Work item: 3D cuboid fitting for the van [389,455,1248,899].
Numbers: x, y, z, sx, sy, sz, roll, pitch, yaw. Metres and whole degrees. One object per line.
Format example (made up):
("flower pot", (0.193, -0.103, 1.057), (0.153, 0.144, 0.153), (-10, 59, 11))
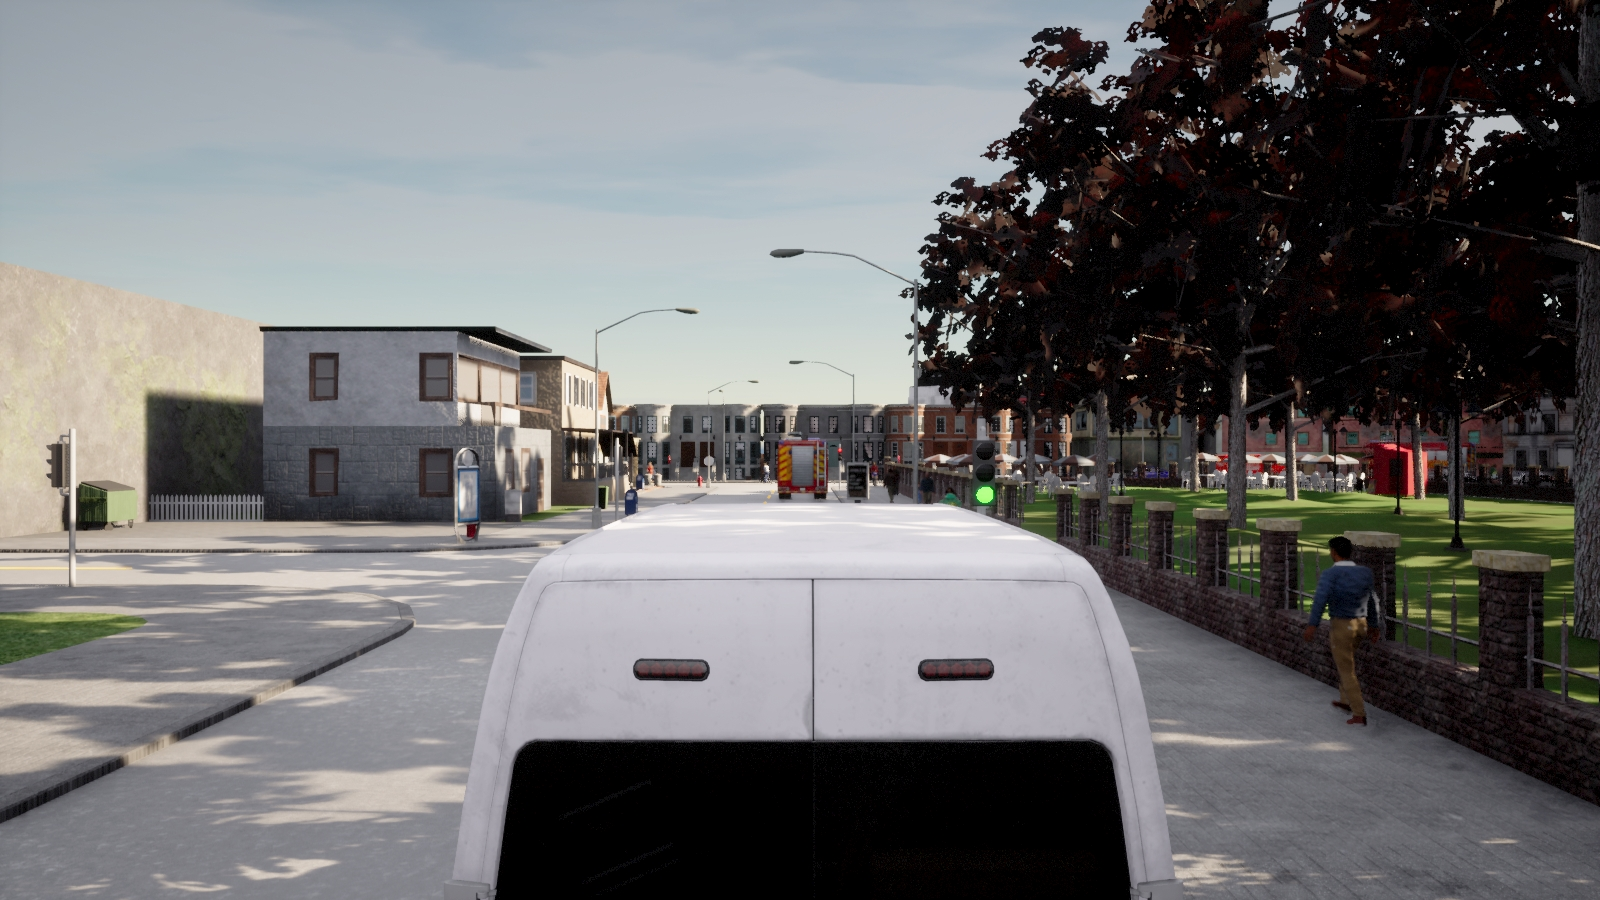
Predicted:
("van", (0.036, 1.314, 5.605), (1.988, 2.561, 5.915), (0, 0, 0))

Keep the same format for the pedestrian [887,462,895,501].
("pedestrian", (4.409, 1.525, 55.346), (0.375, 1.860, 0.375), (0, 0, -2))

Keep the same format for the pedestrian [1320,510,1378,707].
("pedestrian", (5.339, 1.526, 11.118), (0.375, 1.860, 0.375), (0, 0, -6))

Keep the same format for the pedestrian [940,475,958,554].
("pedestrian", (3.556, 1.525, 27.318), (0.375, 1.860, 0.375), (0, 0, 15))

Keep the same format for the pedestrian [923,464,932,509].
("pedestrian", (5.337, 1.525, 47.789), (0.375, 1.860, 0.375), (0, 0, 5))

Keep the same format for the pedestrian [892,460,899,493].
("pedestrian", (5.509, 1.525, 65.770), (0.375, 1.860, 0.375), (0, 0, -1))

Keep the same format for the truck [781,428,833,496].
("truck", (0.406, 0.670, 68.058), (2.891, 3.827, 8.468), (0, 0, 0))
